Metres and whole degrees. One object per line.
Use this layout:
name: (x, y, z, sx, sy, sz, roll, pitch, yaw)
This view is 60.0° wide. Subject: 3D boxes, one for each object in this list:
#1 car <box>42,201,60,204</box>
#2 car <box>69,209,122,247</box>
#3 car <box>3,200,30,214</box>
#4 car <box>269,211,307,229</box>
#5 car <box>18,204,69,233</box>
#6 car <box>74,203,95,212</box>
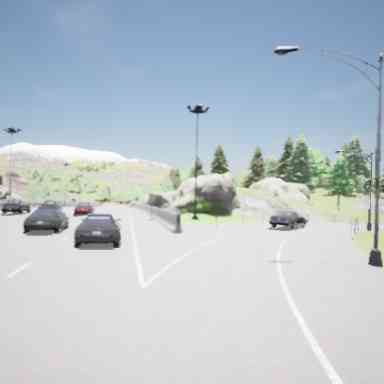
car: (-15.709, 1.756, 37.311, 2.128, 1.511, 4.902, 2, -1, -11)
car: (-4.403, 1.721, 16.007, 1.994, 1.385, 4.181, 1, -1, -11)
car: (-19.116, 1.655, 36.503, 2.128, 1.511, 4.902, 2, -1, -11)
car: (8.133, 2.317, 27.910, 2.033, 1.411, 5.357, 1, -2, 33)
car: (-8.851, 1.691, 20.495, 1.994, 1.385, 4.181, 1, -1, -11)
car: (-12.365, 1.936, 38.426, 1.994, 1.385, 4.181, 2, -2, -11)
